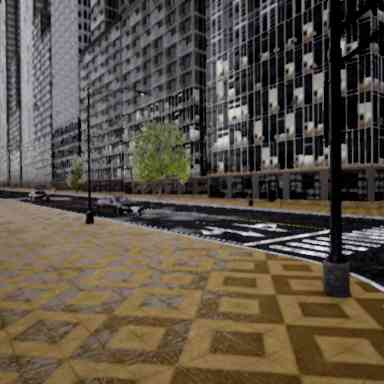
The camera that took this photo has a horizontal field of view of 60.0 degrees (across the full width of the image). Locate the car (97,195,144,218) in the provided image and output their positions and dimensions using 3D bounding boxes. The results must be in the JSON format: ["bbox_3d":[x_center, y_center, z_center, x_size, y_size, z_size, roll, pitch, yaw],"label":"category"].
[{"bbox_3d":[-5.340,0.969,24.465,2.128,1.511,4.902,-1,2,-38],"label":"car"}]

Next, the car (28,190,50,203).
[{"bbox_3d":[-19.794,0.563,43.032,1.837,1.490,4.892,-1,1,-38],"label":"car"}]
